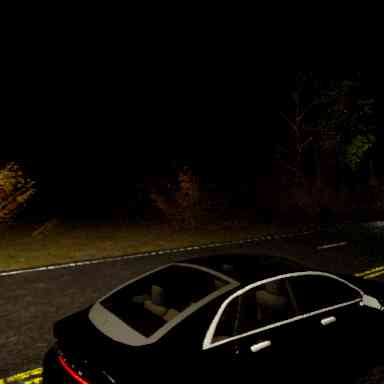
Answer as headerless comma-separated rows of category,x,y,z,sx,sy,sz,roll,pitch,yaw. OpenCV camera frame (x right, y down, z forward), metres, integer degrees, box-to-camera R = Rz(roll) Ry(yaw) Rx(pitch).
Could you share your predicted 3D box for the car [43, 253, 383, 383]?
car,0.862,1.530,4.065,4.892,1.490,1.837,-1,0,-35
